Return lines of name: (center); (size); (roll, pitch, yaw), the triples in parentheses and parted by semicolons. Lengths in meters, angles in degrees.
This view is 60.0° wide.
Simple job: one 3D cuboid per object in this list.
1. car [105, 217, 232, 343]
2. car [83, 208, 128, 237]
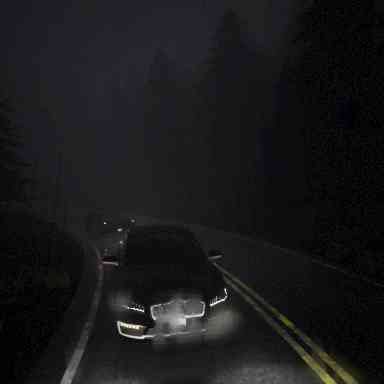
car: (-0.650, 1.495, 6.838); (1.837, 1.490, 4.892); (-1, 0, -11)
car: (-4.713, 1.615, 18.687); (1.895, 1.301, 4.718); (-3, 1, -29)
